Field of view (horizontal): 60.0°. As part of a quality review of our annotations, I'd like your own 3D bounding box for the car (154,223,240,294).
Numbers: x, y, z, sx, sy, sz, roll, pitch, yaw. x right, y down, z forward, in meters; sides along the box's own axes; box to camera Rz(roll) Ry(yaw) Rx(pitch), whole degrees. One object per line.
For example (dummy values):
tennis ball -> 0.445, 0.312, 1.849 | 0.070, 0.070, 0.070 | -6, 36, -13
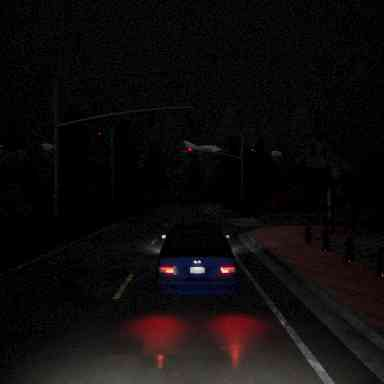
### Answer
car -> 0.101, 1.547, 8.899 | 2.033, 1.411, 5.357 | 0, 0, 0
